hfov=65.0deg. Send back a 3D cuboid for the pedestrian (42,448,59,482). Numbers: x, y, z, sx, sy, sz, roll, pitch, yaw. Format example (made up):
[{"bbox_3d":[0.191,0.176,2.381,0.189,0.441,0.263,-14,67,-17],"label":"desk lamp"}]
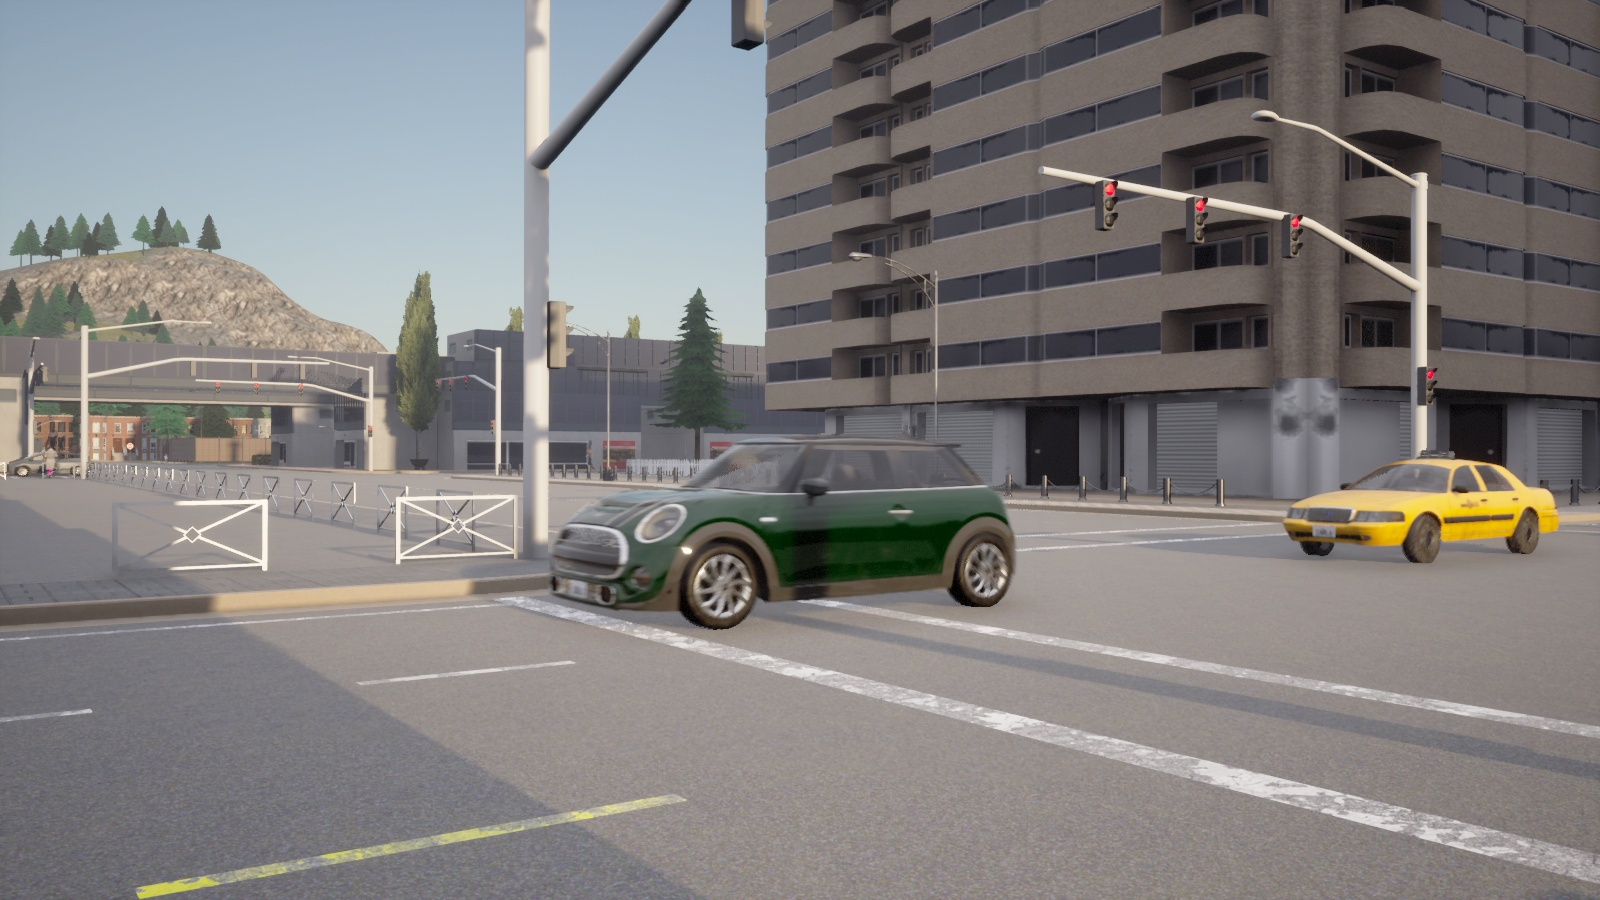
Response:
[{"bbox_3d":[-42.513,0.843,71.221,0.659,1.952,0.873,0,0,-43],"label":"pedestrian"}]

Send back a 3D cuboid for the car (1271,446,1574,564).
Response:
[{"bbox_3d":[9.518,0.738,18.995,5.366,1.575,1.801,0,0,-36],"label":"car"}]

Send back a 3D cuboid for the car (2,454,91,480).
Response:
[{"bbox_3d":[-45.840,1.031,76.451,4.514,1.525,2.007,0,0,-35],"label":"car"}]

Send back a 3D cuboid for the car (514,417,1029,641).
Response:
[{"bbox_3d":[-0.177,0.643,12.084,4.553,1.767,2.097,1,0,-35],"label":"car"}]
